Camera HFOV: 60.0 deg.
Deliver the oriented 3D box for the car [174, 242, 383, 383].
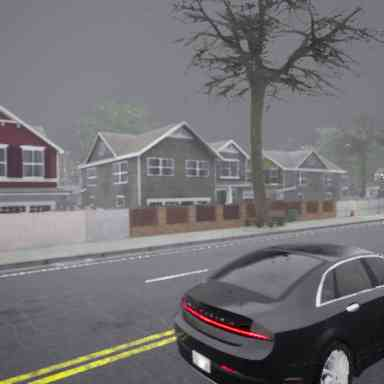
[{"bbox_3d":[2.043,1.526,4.971,4.892,1.490,1.837,-1,-1,-37],"label":"car"}]
